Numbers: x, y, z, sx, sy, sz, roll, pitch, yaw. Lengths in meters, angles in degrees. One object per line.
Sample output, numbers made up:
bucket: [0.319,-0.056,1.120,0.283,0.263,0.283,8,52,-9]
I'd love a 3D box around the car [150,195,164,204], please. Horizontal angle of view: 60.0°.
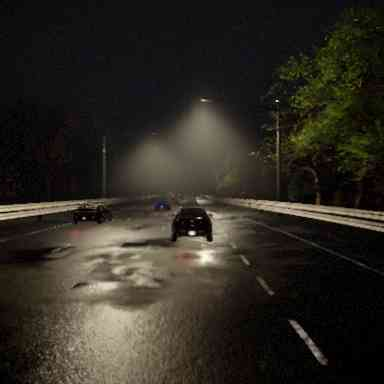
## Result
car: [-7.001,1.558,64.539,1.837,1.490,4.892,0,0,0]

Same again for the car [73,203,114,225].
car: [-7.002,1.500,24.049,2.128,1.511,4.902,0,0,0]

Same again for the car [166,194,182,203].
car: [-3.503,1.577,64.486,1.812,1.442,4.674,0,0,0]

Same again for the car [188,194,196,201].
car: [-0.003,1.445,88.136,2.097,1.767,4.553,0,0,0]

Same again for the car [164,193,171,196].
car: [-7.002,1.434,82.216,2.097,1.767,4.553,0,0,0]

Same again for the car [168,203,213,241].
car: [-0.002,1.511,16.721,1.837,1.490,4.892,0,0,0]

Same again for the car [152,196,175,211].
car: [-3.502,1.547,41.088,1.812,1.442,4.674,0,0,0]

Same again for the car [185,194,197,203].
car: [-0.002,1.598,64.396,2.033,1.411,5.357,0,0,0]
